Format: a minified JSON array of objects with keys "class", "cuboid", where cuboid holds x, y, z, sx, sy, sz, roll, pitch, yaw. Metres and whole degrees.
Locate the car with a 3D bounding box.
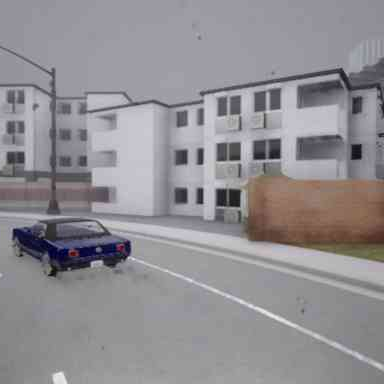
[{"class":"car","cuboid":[-3.745,1.405,9.706,1.895,1.301,4.718,0,1,-41]}]
